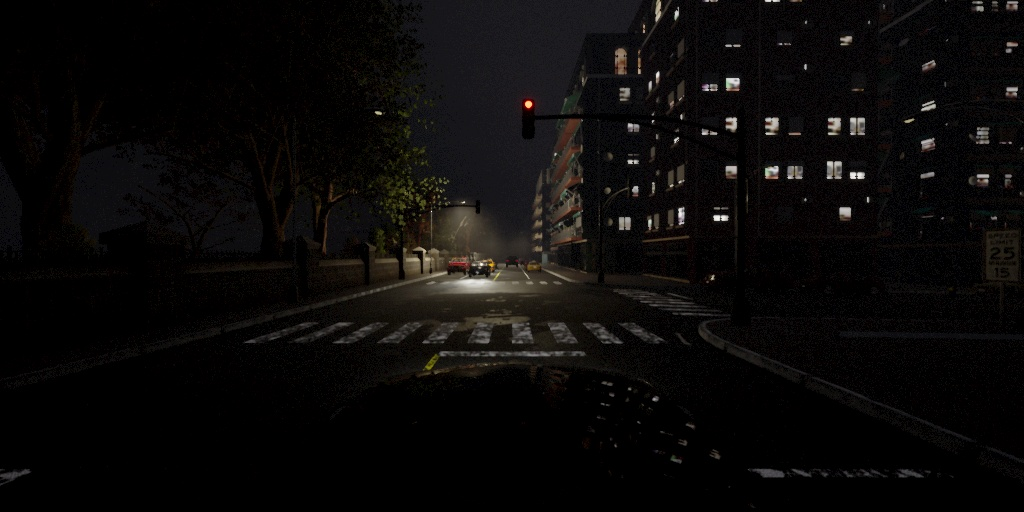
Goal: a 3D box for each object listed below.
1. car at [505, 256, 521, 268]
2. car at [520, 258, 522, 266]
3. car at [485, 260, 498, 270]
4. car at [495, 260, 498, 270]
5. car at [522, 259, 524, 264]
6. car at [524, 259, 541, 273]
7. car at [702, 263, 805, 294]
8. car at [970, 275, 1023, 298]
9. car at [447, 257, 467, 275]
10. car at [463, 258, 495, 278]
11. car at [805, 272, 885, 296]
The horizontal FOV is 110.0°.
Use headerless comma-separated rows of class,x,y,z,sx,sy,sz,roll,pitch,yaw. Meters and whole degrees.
car,0.025,0.989,63.707,2.150,2.045,5.566,0,0,0
car,2.711,1.312,55.382,2.007,1.370,4.403,0,0,0
car,-3.068,1.287,54.398,1.812,1.442,4.674,0,0,0
car,-3.074,1.233,44.219,1.882,1.535,5.008,0,0,0
car,2.709,1.303,49.846,1.888,1.381,4.507,0,0,0
car,2.707,1.281,44.481,1.751,1.417,4.829,0,0,0
car,14.607,1.337,22.186,5.009,1.841,2.192,0,0,0
car,31.523,1.856,22.233,4.829,1.417,1.751,0,0,0
car,-5.675,1.067,38.778,2.192,1.841,5.009,0,0,0
car,-3.074,1.243,34.718,2.128,1.511,4.902,0,0,0
car,20.302,1.670,22.202,4.507,1.381,1.888,0,0,0
